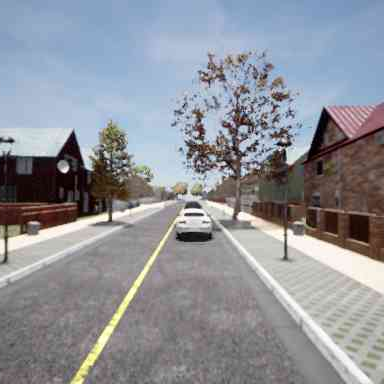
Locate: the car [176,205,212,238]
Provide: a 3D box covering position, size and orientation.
[{"bbox_3d":[0.104,1.654,18.495,1.812,1.442,4.674,0,0,0],"label":"car"}]

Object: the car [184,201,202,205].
[{"bbox_3d":[0.108,1.753,37.329,1.882,1.535,5.008,0,-1,0],"label":"car"}]
